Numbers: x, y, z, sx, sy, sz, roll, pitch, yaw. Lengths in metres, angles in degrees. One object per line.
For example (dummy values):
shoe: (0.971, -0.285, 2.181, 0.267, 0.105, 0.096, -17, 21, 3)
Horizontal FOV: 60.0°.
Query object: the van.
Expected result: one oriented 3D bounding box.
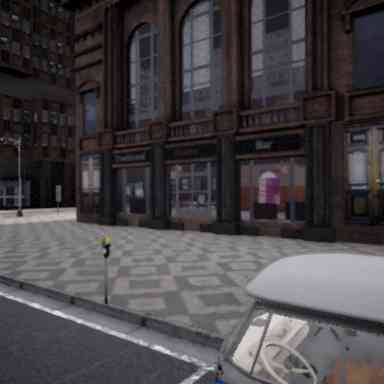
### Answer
van: (1.928, 1.335, 1.586, 3.998, 1.788, 1.690, -1, 0, 36)
